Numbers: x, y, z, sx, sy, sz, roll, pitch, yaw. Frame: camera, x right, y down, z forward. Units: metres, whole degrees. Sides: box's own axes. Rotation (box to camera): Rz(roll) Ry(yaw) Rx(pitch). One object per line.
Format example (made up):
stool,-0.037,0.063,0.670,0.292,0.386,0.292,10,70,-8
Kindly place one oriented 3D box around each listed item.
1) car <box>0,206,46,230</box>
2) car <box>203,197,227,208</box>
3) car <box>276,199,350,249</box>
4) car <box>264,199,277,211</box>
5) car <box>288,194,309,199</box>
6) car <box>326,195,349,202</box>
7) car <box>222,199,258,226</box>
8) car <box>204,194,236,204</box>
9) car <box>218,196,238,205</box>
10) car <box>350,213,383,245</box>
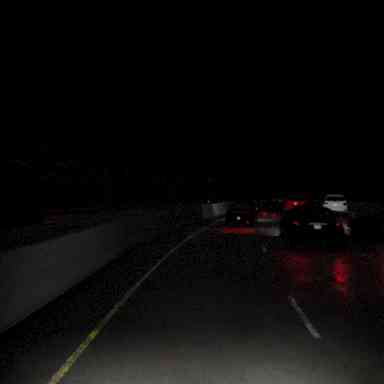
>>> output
car,-11.611,1.580,21.214,1.895,1.301,4.718,0,0,12
car,3.582,1.565,51.054,1.812,1.442,4.674,0,0,30
car,5.190,1.375,14.895,2.097,1.767,4.553,0,0,10
car,10.151,1.544,40.656,2.128,1.511,4.902,0,0,26
car,11.208,1.273,34.789,2.150,2.045,5.566,0,0,24
car,14.259,1.281,33.086,2.150,2.045,5.566,0,0,23
car,3.595,1.501,23.577,1.882,1.535,5.008,0,0,15
car,3.945,1.260,44.398,2.150,2.045,5.566,0,0,28
car,6.875,1.590,63.031,1.837,1.490,4.892,0,0,32
car,8.799,1.635,15.528,1.895,1.301,4.718,0,0,11
